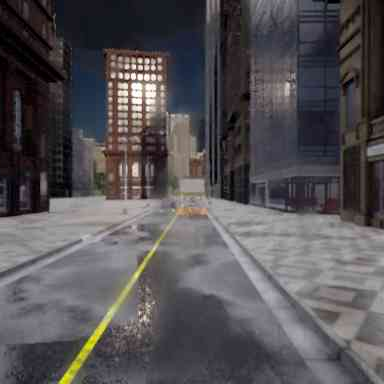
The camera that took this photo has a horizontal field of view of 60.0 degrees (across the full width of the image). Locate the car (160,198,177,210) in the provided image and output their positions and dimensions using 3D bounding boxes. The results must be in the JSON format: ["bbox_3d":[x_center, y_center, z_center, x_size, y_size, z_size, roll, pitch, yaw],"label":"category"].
[{"bbox_3d":[-3.073,1.541,43.490,1.837,1.490,4.892,0,0,0],"label":"car"}]

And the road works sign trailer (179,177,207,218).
[{"bbox_3d":[0.007,0.480,29.380,2.380,3.560,2.880,0,0,0],"label":"road works sign trailer"}]
